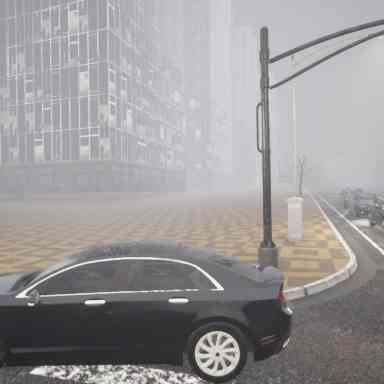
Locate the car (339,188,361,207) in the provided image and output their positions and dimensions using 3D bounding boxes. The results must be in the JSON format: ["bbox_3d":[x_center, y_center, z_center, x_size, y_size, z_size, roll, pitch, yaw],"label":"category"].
[{"bbox_3d":[13.008,0.453,26.793,2.128,1.511,4.902,-1,2,18],"label":"car"}]

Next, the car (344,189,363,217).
[{"bbox_3d":[11.023,0.759,20.726,1.994,1.385,4.181,-1,2,17],"label":"car"}]

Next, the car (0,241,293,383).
[{"bbox_3d":[-1.093,1.505,4.778,4.892,1.490,1.837,0,0,0],"label":"car"}]

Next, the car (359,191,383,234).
[{"bbox_3d":[8.983,0.928,14.429,2.128,1.511,4.902,-1,2,18],"label":"car"}]
